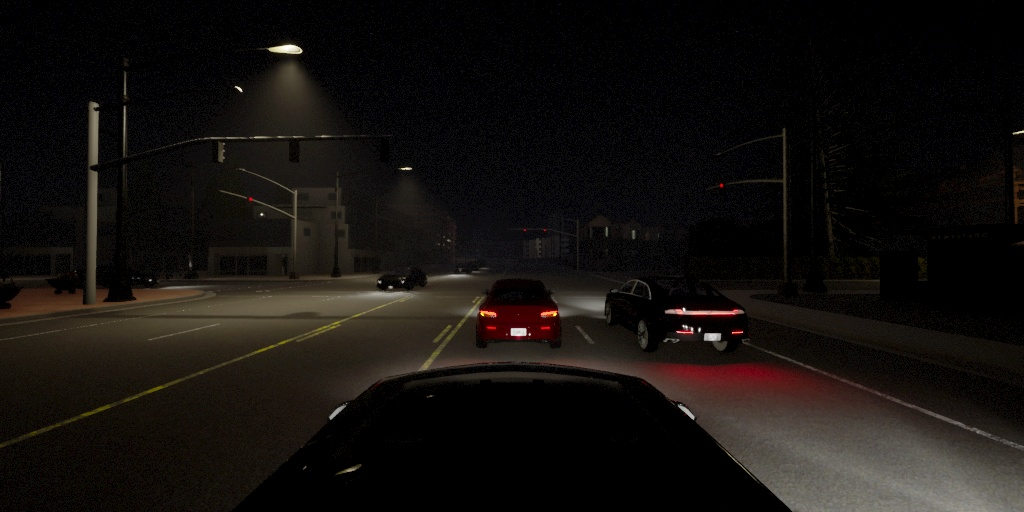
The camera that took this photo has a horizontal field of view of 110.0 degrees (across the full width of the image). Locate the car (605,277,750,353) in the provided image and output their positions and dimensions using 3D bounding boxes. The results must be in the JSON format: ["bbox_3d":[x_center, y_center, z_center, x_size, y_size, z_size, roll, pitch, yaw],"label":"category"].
[{"bbox_3d":[3.657,1.250,8.882,2.128,1.511,4.902,0,0,1],"label":"car"}]

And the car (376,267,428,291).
[{"bbox_3d":[-6.829,1.401,22.919,2.033,1.411,5.357,0,-1,1],"label":"car"}]

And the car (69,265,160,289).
[{"bbox_3d":[-25.852,1.332,23.285,4.892,1.490,1.837,0,-1,1],"label":"car"}]

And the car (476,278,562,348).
[{"bbox_3d":[0.166,1.288,9.128,1.812,1.442,4.674,0,0,1],"label":"car"}]

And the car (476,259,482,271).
[{"bbox_3d":[-6.374,1.640,57.160,1.837,1.490,4.892,0,1,1],"label":"car"}]

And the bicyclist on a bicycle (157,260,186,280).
[{"bbox_3d":[-29.282,1.231,31.021,1.656,1.620,0.582,1,-1,-22],"label":"bicyclist on a bicycle"}]

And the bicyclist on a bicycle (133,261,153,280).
[{"bbox_3d":[-32.647,1.242,31.747,1.656,1.620,0.582,0,-1,19],"label":"bicyclist on a bicycle"}]

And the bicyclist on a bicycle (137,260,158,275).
[{"bbox_3d":[-31.133,1.115,31.260,1.656,1.620,0.582,29,2,-25],"label":"bicyclist on a bicycle"}]

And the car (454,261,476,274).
[{"bbox_3d":[-6.506,1.590,47.829,2.128,1.511,4.902,0,0,1],"label":"car"}]
